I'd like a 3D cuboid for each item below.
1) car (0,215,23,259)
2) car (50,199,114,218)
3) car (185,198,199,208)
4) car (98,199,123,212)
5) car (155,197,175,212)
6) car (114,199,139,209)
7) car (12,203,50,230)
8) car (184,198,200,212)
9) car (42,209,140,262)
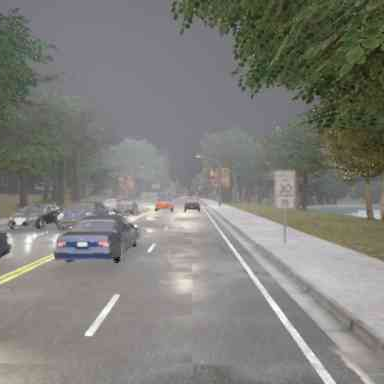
[{"bbox_3d":[-6.598,1.549,8.133,2.033,1.411,5.357,0,0,0],"label":"car"},{"bbox_3d":[-6.595,1.364,20.574,2.097,1.767,4.553,0,0,0],"label":"car"},{"bbox_3d":[0.001,1.625,49.785,2.033,1.411,5.357,0,0,0],"label":"car"},{"bbox_3d":[-9.781,1.574,40.354,1.812,1.442,4.674,0,0,1],"label":"car"},{"bbox_3d":[-3.245,1.399,40.227,2.097,1.767,4.553,0,0,0],"label":"car"},{"bbox_3d":[-6.577,1.560,33.909,1.812,1.442,4.674,0,0,0],"label":"car"},{"bbox_3d":[-9.841,1.504,21.392,2.128,1.511,4.902,0,0,0],"label":"car"},{"bbox_3d":[0.000,1.523,39.274,1.882,1.535,5.008,0,0,0],"label":"car"},{"bbox_3d":[-3.150,1.552,12.044,2.033,1.411,5.357,0,0,0],"label":"car"}]
